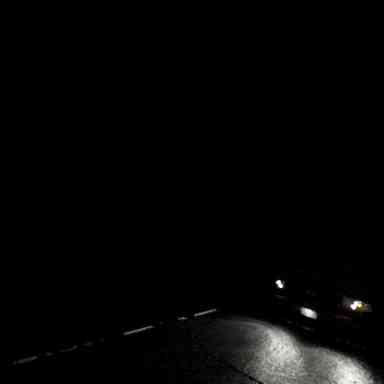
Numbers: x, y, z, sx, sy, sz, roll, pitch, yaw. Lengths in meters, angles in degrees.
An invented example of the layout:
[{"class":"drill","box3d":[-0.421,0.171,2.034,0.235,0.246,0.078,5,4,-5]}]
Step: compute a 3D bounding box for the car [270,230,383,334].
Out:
[{"class":"car","box3d":[4.027,1.540,6.858,5.357,1.411,2.033,0,0,-35]}]
